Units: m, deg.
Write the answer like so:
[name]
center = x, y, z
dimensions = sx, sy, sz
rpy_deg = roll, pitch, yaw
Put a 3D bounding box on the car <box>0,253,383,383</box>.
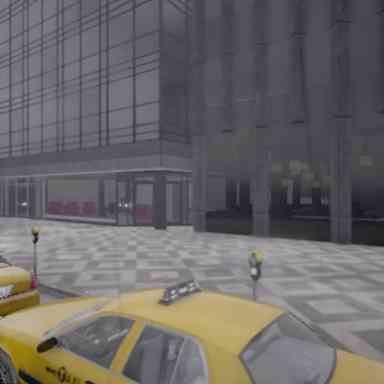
[car]
center = -0.325, 1.526, 3.198
dimensions = 4.829, 1.417, 1.752
rpy_deg = 0, 0, 36
